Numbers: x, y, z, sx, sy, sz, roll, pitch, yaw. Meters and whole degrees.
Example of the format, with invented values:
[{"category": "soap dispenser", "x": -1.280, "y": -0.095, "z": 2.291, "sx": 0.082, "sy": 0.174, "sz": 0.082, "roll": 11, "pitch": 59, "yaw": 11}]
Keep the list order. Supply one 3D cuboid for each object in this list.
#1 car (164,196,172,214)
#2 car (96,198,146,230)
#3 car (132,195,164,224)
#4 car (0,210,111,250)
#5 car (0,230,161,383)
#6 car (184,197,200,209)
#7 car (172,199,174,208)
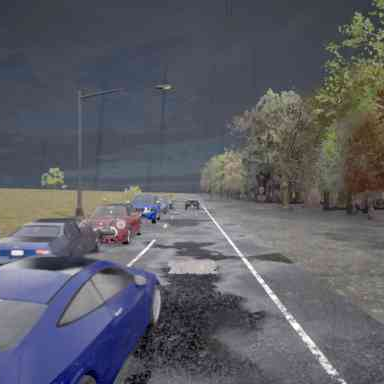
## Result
[{"category": "car", "x": -3.620, "y": 1.351, "z": 35.256, "sx": 2.097, "sy": 1.767, "sz": 4.553, "roll": 0, "pitch": 0, "yaw": 0}, {"category": "car", "x": -3.690, "y": 1.354, "z": 15.599, "sx": 2.097, "sy": 1.767, "sz": 4.553, "roll": 0, "pitch": 0, "yaw": 1}, {"category": "car", "x": -3.623, "y": 1.223, "z": 25.251, "sx": 2.150, "sy": 2.045, "sz": 5.566, "roll": 0, "pitch": 0, "yaw": -1}, {"category": "car", "x": -4.354, "y": 1.549, "z": 10.729, "sx": 2.033, "sy": 1.411, "sz": 5.357, "roll": 0, "pitch": 0, "yaw": -1}, {"category": "car", "x": -1.655, "y": 1.526, "z": 4.118, "sx": 1.812, "sy": 1.442, "sz": 4.674, "roll": 0, "pitch": 0, "yaw": 6}, {"category": "car", "x": 0.027, "y": 1.501, "z": 44.333, "sx": 1.837, "sy": 1.490, "sz": 4.892, "roll": 0, "pitch": 0, "yaw": 0}, {"category": "car", "x": -3.627, "y": 1.347, "z": 45.262, "sx": 2.097, "sy": 1.767, "sz": 4.553, "roll": 0, "pitch": 0, "yaw": 0}]
